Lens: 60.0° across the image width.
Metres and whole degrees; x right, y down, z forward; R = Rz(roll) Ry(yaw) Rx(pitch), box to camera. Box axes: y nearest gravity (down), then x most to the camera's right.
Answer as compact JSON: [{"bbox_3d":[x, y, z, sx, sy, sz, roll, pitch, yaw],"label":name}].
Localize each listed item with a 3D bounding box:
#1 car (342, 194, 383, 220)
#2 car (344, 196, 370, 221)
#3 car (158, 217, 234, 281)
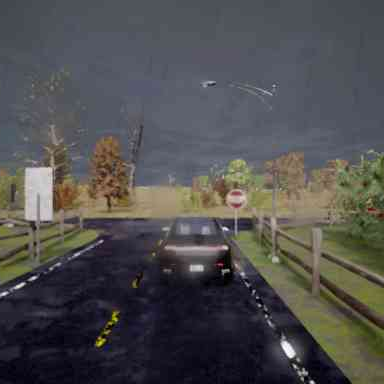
[{"bbox_3d":[15.410,1.178,26.943,5.566,2.045,2.150,0,0,1],"label":"car"},{"bbox_3d":[13.948,1.309,24.023,4.553,1.767,2.097,0,0,0],"label":"car"},{"bbox_3d":[0.104,1.488,9.828,2.128,1.511,4.902,0,0,0],"label":"car"}]
